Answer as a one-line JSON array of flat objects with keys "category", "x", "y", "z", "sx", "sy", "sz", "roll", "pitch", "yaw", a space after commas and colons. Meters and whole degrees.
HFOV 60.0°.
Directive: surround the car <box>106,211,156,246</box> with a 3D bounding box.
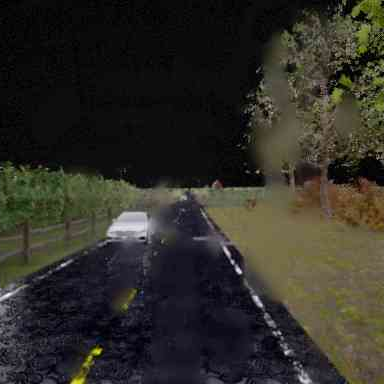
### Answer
[{"category": "car", "x": -2.831, "y": 1.671, "z": 16.349, "sx": 1.812, "sy": 1.442, "sz": 4.674, "roll": 0, "pitch": 0, "yaw": 0}]
